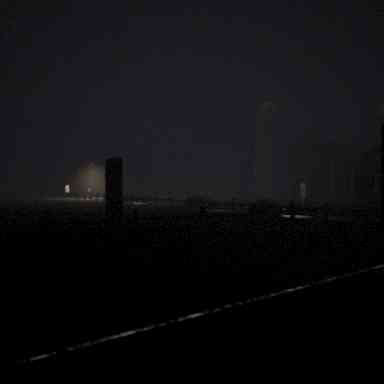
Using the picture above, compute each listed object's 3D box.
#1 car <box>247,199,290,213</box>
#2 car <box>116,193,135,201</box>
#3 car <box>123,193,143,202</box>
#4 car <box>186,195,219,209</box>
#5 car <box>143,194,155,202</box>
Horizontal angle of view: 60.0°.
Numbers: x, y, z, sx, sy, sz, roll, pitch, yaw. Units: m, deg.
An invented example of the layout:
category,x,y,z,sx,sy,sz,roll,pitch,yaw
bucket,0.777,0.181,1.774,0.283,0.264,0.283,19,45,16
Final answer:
category,x,y,z,sx,sy,sz,roll,pitch,yaw
car,7.386,1.375,32.387,1.994,1.385,4.181,-1,1,-36
car,-13.356,0.913,66.157,1.837,1.490,4.892,-1,1,-36
car,-11.102,0.999,58.251,2.128,1.511,4.902,-1,1,-35
car,1.281,1.190,40.888,1.882,1.535,5.008,-1,1,-36
car,-8.502,1.091,59.424,1.895,1.301,4.718,-1,1,-36
